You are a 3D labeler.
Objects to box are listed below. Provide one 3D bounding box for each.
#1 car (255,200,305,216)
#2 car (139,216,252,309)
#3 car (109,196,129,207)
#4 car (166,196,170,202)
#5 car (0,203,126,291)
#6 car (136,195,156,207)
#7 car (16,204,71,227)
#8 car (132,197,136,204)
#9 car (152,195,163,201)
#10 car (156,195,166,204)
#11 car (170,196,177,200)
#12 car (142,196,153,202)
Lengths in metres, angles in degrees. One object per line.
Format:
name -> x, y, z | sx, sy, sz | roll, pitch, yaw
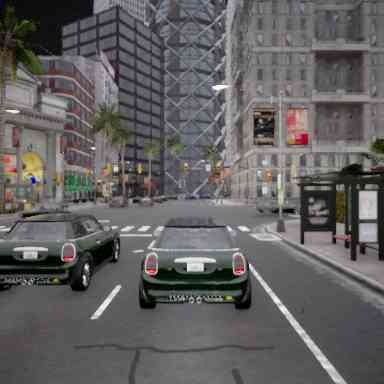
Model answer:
car -> 8.541, 1.526, 31.900 | 4.902, 1.511, 2.128 | 0, 0, 4
car -> 0.074, 1.361, 8.042 | 2.097, 1.767, 4.553 | 0, 0, 0
car -> -10.538, 1.404, 47.989 | 2.097, 1.767, 4.553 | 0, 0, 0
car -> -6.905, 1.563, 78.806 | 1.882, 1.535, 5.008 | 0, 0, 0
car -> -3.419, 1.362, 9.189 | 2.097, 1.767, 4.553 | 0, 0, 0
car -> -6.990, 1.580, 50.992 | 1.812, 1.442, 4.674 | 0, 0, -1
car -> -10.573, 1.627, 24.083 | 1.895, 1.301, 4.718 | 0, 0, 0
car -> -10.451, 1.672, 65.268 | 1.895, 1.301, 4.718 | 0, 0, 1
car -> -9.384, 1.599, 91.681 | 1.837, 1.490, 4.892 | 0, 0, 10
car -> -6.952, 1.618, 65.504 | 2.033, 1.411, 5.357 | 0, 0, 1
car -> -5.620, 1.695, 92.571 | 1.895, 1.301, 4.718 | 0, 0, 13
car -> -10.405, 1.637, 77.596 | 1.994, 1.385, 4.181 | 0, 0, 0
